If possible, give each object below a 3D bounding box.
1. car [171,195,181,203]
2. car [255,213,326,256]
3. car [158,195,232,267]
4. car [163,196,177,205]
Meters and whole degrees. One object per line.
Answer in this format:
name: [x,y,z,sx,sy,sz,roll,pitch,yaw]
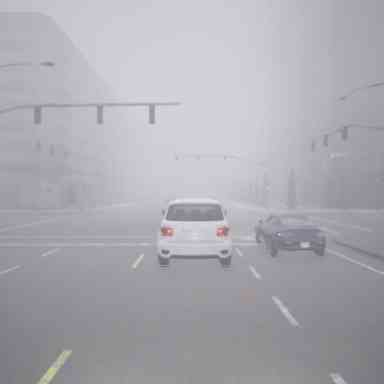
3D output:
car: [-3.509,1.493,73.657,2.128,1.511,4.902,0,0,1]
car: [3.664,1.521,12.929,1.812,1.442,4.674,0,0,1]
car: [0.082,1.219,11.577,2.150,2.045,5.566,0,0,0]
car: [-3.770,1.456,57.341,1.882,1.535,5.008,0,0,1]
